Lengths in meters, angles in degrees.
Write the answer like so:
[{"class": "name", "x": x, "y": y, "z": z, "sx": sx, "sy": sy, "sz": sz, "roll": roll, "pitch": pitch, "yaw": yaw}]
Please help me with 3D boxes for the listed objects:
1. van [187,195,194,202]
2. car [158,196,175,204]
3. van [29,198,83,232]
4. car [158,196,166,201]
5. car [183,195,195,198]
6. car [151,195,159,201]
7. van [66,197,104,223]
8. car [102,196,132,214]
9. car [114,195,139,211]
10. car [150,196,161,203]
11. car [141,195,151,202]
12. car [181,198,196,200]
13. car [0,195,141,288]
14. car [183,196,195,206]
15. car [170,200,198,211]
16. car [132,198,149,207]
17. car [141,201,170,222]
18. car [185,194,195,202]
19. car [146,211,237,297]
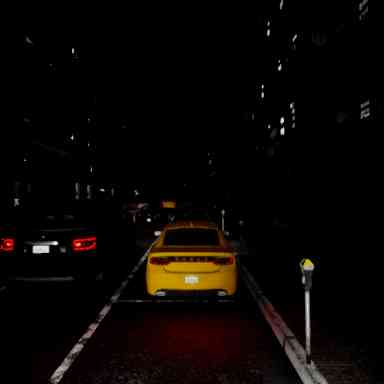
[{"class": "van", "x": -0.472, "y": 1.575, "z": 87.068, "sx": 1.690, "sy": 1.788, "sz": 3.998, "roll": 1, "pitch": 0, "yaw": 0}, {"class": "car", "x": -2.934, "y": 1.542, "z": 43.558, "sx": 1.882, "sy": 1.535, "sz": 5.008, "roll": 0, "pitch": 0, "yaw": 0}, {"class": "van", "x": -8.312, "y": 1.359, "z": 20.753, "sx": 1.690, "sy": 1.788, "sz": 3.998, "roll": 2, "pitch": 0, "yaw": 0}, {"class": "car", "x": -8.324, "y": 1.846, "z": 92.652, "sx": 1.802, "sy": 1.307, "sz": 4.206, "roll": 1, "pitch": 0, "yaw": 0}, {"class": "car", "x": -0.428, "y": 1.490, "z": 37.286, "sx": 1.967, "sy": 1.590, "sz": 4.097, "roll": 1, "pitch": 0, "yaw": 0}, {"class": "car", "x": -8.316, "y": 1.471, "z": 70.528, "sx": 2.192, "sy": 1.841, "sz": 5.009, "roll": 1, "pitch": 0, "yaw": 0}, {"class": "van", "x": -8.313, "y": 1.368, "z": 26.285, "sx": 1.690, "sy": 1.788, "sz": 3.998, "roll": 1, "pitch": 0, "yaw": 0}, {"class": "car", "x": -8.313, "y": 1.365, "z": 37.346, "sx": 2.192, "sy": 1.841, "sz": 5.009, "roll": 1, "pitch": 0, "yaw": 0}, {"class": "car", "x": -8.313, "y": 1.379, "z": 42.876, "sx": 2.192, "sy": 1.841, "sz": 5.009, "roll": 1, "pitch": 0, "yaw": 0}, {"class": "car", "x": -8.322, "y": 1.725, "z": 76.059, "sx": 1.887, "sy": 1.381, "sz": 4.507, "roll": 1, "pitch": 0, "yaw": 0}, {"class": "car", "x": -5.855, "y": 1.396, "z": 34.526, "sx": 2.097, "sy": 1.767, "sz": 4.553, "roll": 0, "pitch": 0, "yaw": 0}, {"class": "car", "x": -0.438, "y": 1.582, "z": 31.754, "sx": 1.887, "sy": 1.381, "sz": 4.507, "roll": 1, "pitch": 0, "yaw": 0}, {"class": "car", "x": -3.020, "y": 1.229, "z": 9.351, "sx": 2.150, "sy": 2.045, "sz": 5.566, "roll": 0, "pitch": 0, "yaw": 0}, {"class": "car", "x": -0.472, "y": 1.553, "z": 59.411, "sx": 1.967, "sy": 1.590, "sz": 4.097, "roll": 1, "pitch": 0, "yaw": 0}, {"class": "car", "x": -0.437, "y": 1.572, "z": 26.224, "sx": 1.887, "sy": 1.381, "sz": 4.507, "roll": 1, "pitch": 0, "yaw": 0}, {"class": "car", "x": -8.320, "y": 1.660, "z": 53.938, "sx": 1.947, "sy": 1.339, "sz": 4.313, "roll": 1, "pitch": 0, "yaw": 0}, {"class": "car", "x": -2.941, "y": 1.626, "z": 25.083, "sx": 1.895, "sy": 1.301, "sz": 4.718, "roll": 0, "pitch": 0, "yaw": 0}, {"class": "car", "x": -0.471, "y": 1.521, "z": 81.536, "sx": 2.192, "sy": 1.841, "sz": 5.009, "roll": 1, "pitch": 0, "yaw": 0}, {"class": "car", "x": -0.006, "y": 1.482, "z": 8.653, "sx": 1.882, "sy": 1.535, "sz": 5.008, "roll": 0, "pitch": 0, "yaw": 0}]
